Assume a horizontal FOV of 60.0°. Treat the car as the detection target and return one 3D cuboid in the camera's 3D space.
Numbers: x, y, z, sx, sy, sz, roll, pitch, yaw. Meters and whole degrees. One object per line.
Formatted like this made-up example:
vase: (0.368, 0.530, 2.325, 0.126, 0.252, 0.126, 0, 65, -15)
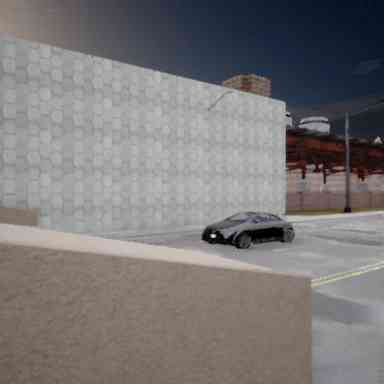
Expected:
car: (2.470, 1.548, 14.271, 4.181, 1.385, 1.994, 0, 0, -35)
